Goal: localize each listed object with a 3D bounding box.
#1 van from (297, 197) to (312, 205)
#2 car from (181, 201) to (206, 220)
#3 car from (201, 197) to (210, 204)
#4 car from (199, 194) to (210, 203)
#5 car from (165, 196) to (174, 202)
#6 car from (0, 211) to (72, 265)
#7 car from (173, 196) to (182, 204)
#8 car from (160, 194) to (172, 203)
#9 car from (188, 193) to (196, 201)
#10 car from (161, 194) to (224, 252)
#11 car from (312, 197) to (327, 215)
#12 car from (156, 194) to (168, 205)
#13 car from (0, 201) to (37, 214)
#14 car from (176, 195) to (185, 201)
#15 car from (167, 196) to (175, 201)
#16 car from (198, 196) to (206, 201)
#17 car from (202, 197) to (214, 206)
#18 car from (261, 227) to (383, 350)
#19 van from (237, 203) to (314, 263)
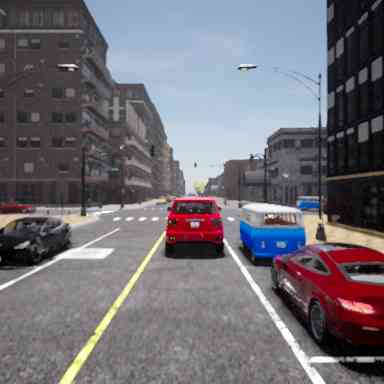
[{"bbox_3d":[14.898,1.473,41.067,3.998,1.788,1.690,0,-1,0],"label":"van"},{"bbox_3d":[0.100,1.578,29.890,2.033,1.411,5.357,0,0,0],"label":"car"},{"bbox_3d":[2.690,1.712,67.660,1.802,1.307,4.206,0,0,0],"label":"car"},{"bbox_3d":[2.690,1.460,73.200,2.192,1.841,5.009,0,0,0],"label":"car"},{"bbox_3d":[-5.692,1.729,84.276,2.008,1.369,4.403,0,0,0],"label":"car"},{"bbox_3d":[-5.687,1.582,11.820,1.947,1.339,4.313,0,0,0],"label":"car"},{"bbox_3d":[-3.004,1.663,70.770,1.812,1.442,4.674,0,0,0],"label":"car"},{"bbox_3d":[-5.690,1.460,73.199,2.192,1.841,5.009,0,0,0],"label":"car"},{"bbox_3d":[-0.004,1.322,93.422,2.150,2.045,5.566,0,0,0],"label":"car"},{"bbox_3d":[0.099,1.238,14.143,2.150,2.045,5.566,0,0,0],"label":"car"},{"bbox_3d":[14.921,1.396,32.688,5.009,1.841,2.192,0,-1,0],"label":"car"},{"bbox_3d":[-5.691,1.641,61.949,1.752,1.417,4.829,0,0,0],"label":"car"},{"bbox_3d":[-17.467,1.573,32.605,4.206,1.307,1.802,0,0,0],"label":"car"},{"bbox_3d":[-3.004,1.501,87.210,1.994,1.385,4.181,0,0,0],"label":"car"},{"bbox_3d":[-5.692,1.721,89.646,1.752,1.417,4.829,0,0,0],"label":"car"},{"bbox_3d":[2.688,1.747,89.817,2.008,1.369,4.403,0,0,0],"label":"car"},{"bbox_3d":[2.691,1.628,56.752,1.752,1.417,4.829,0,0,0],"label":"car"},{"bbox_3d":[2.661,1.590,6.106,1.802,1.307,4.206,0,0,0],"label":"car"},{"bbox_3d":[2.661,1.356,11.795,1.690,1.788,3.998,0,0,0],"label":"van"}]
